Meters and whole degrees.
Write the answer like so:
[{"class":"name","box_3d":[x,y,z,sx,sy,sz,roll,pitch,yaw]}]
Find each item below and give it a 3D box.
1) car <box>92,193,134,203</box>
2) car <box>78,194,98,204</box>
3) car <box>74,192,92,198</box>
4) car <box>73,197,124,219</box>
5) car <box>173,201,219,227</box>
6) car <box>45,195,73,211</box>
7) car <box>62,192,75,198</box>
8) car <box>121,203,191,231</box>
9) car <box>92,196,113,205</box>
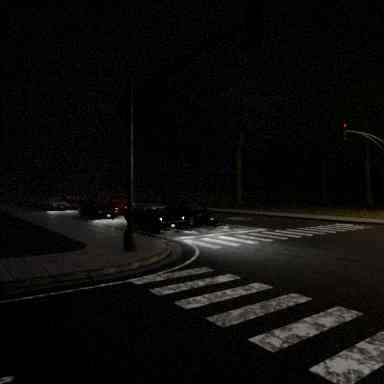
[{"class":"car","box_3d":[-7.641,1.116,33.131,2.150,2.045,5.566,0,0,-36]},{"class":"car","box_3d":[-18.709,1.170,59.626,2.097,1.767,4.553,0,0,-36]},{"class":"car","box_3d":[-15.563,1.192,49.843,2.097,1.767,4.553,0,0,-35]},{"class":"car","box_3d":[-8.042,1.457,28.151,2.033,1.411,5.357,0,0,-36]},{"class":"car","box_3d":[-0.176,1.415,22.837,1.882,1.535,5.008,0,0,-35]},{"class":"car","box_3d":[-15.818,1.396,38.894,1.812,1.442,4.674,0,0,-36]},{"class":"car","box_3d":[-21.374,1.044,57.765,2.150,2.045,5.566,0,0,-36]},{"class":"car","box_3d":[-2.328,1.546,20.263,1.895,1.301,4.718,0,0,-36]},{"class":"car","box_3d":[-14.504,1.356,53.870,1.812,1.442,4.674,0,0,-35]}]
